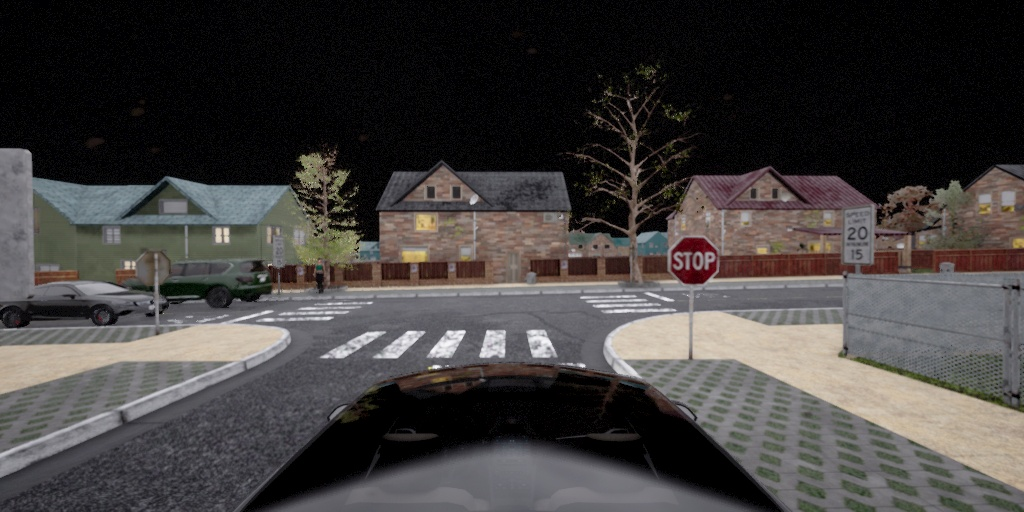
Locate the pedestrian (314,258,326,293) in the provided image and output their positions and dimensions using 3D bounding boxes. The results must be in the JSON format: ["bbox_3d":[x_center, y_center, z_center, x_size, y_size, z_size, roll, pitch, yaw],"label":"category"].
[{"bbox_3d":[-9.829,0.978,18.337,0.375,1.860,0.375,0,2,-1],"label":"pedestrian"}]

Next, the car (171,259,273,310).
[{"bbox_3d":[-13.609,1.193,15.584,5.566,2.045,2.150,-1,1,-3],"label":"car"}]

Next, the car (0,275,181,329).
[{"bbox_3d":[-14.791,1.579,12.424,4.674,1.442,1.812,-1,1,-1],"label":"car"}]
